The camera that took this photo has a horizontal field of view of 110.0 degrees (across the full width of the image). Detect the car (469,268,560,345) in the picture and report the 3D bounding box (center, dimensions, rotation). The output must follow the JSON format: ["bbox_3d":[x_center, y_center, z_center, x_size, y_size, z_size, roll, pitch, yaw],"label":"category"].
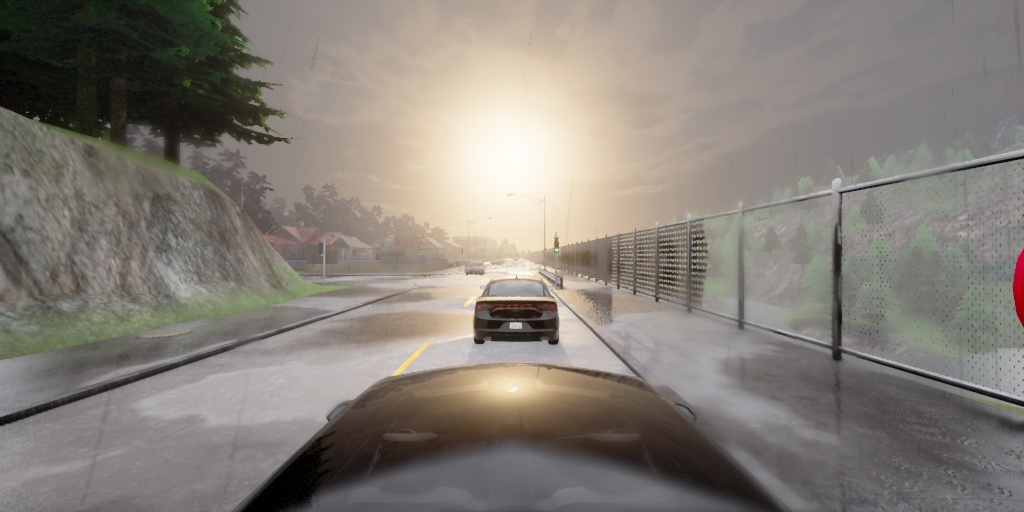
[{"bbox_3d":[0.127,1.228,9.570,1.882,1.535,5.008,0,0,1],"label":"car"}]

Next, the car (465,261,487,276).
[{"bbox_3d":[-3.630,1.323,36.695,1.837,1.490,4.892,0,1,1],"label":"car"}]
